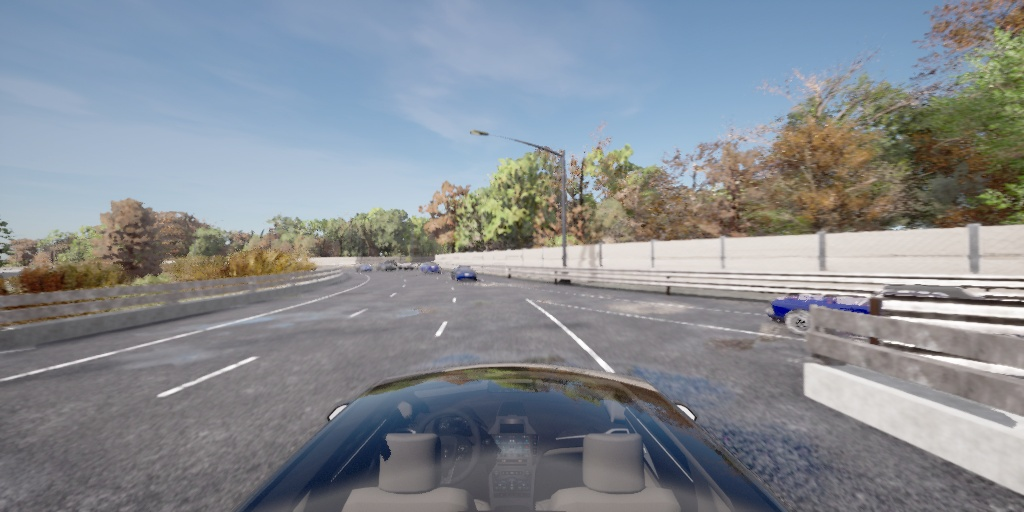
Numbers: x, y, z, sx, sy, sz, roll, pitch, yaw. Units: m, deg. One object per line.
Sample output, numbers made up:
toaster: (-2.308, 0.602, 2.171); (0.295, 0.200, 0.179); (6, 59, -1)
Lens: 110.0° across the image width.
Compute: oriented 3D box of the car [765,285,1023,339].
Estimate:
car: (8.753, 1.308, 8.190); (1.895, 1.301, 4.718); (0, -1, -40)

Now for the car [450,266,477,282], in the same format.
car: (-4.699, 1.659, 34.418); (1.994, 1.385, 4.181); (0, -1, -18)

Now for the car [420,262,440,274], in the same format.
car: (-12.207, 1.704, 53.046); (2.097, 1.767, 4.553); (0, -1, -27)
